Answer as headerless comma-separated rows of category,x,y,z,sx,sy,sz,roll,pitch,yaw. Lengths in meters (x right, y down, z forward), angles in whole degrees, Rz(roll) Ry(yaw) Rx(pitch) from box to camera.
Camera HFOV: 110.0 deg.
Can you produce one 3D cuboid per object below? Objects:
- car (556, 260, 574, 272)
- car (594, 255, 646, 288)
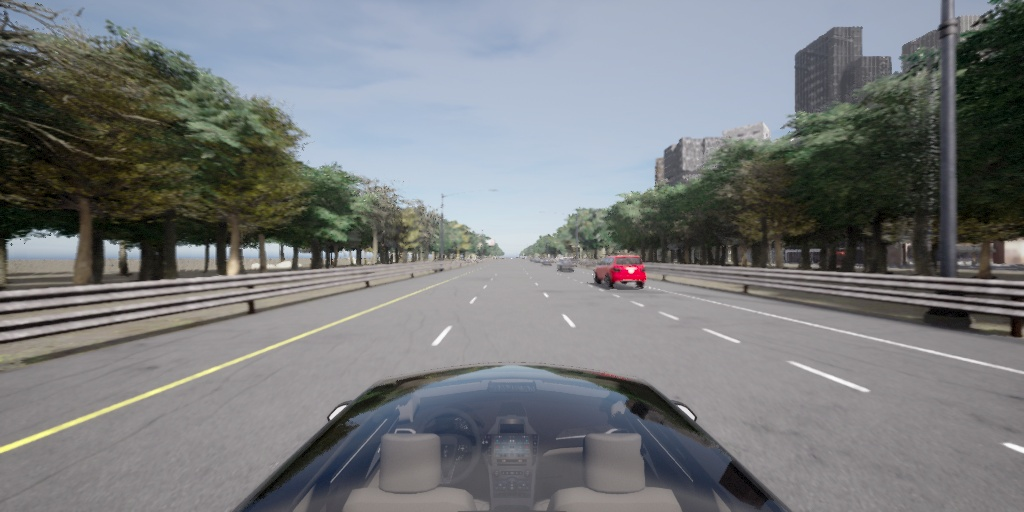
car,7.039,1.284,47.645,2.128,1.511,4.902,0,0,0
car,6.999,0.986,23.721,2.150,2.045,5.566,0,0,0
